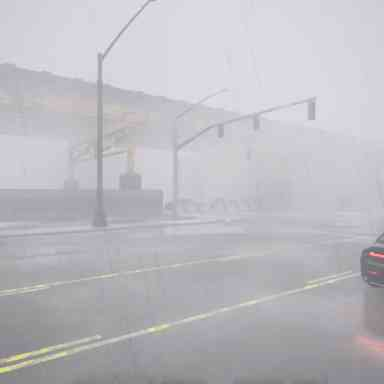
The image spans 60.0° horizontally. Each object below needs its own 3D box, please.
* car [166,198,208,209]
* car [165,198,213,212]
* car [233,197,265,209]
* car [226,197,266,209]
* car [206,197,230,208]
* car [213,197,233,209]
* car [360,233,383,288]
[{"bbox_3d":[-0.546,1.293,38.068,4.536,1.218,1.853,0,0,8],"label":"car"},{"bbox_3d":[-0.495,1.450,38.061,4.974,1.542,2.038,0,0,8],"label":"car"},{"bbox_3d":[7.123,1.292,44.482,4.536,1.218,1.853,0,0,-7],"label":"car"},{"bbox_3d":[7.174,1.449,44.489,4.974,1.542,2.038,0,0,-7],"label":"car"},{"bbox_3d":[3.272,1.292,40.787,1.853,1.218,4.536,0,0,18],"label":"car"},{"bbox_3d":[3.256,1.450,40.738,2.038,1.542,4.974,0,0,18],"label":"car"},{"bbox_3d":[5.958,1.504,7.995,4.892,1.490,1.837,0,0,-35],"label":"car"}]
